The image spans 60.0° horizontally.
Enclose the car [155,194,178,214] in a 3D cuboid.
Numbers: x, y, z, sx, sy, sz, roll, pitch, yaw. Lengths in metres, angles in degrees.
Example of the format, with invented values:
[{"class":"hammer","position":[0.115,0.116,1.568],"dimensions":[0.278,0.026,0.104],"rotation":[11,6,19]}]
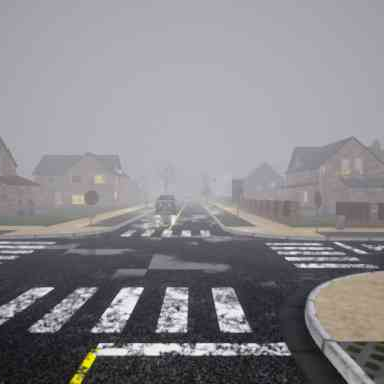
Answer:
[{"class":"car","position":[-2.739,1.294,36.249],"dimensions":[2.150,2.045,5.566],"rotation":[0,0,0]}]
